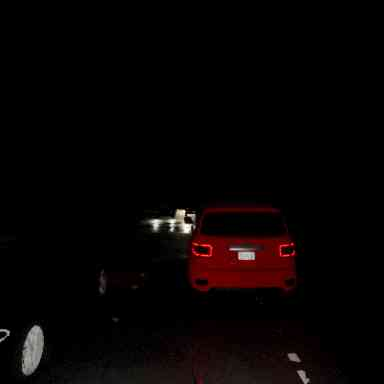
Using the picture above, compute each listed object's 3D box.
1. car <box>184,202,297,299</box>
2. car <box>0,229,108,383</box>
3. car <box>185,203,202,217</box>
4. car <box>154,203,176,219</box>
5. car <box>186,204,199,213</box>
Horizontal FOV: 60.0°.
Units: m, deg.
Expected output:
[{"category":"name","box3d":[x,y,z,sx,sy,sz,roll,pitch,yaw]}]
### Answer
[{"category":"car","box3d":[0.979,1.251,8.620,2.150,2.045,5.566,0,0,0]},{"category":"car","box3d":[-2.839,1.488,5.638,1.882,1.535,5.008,0,0,0]},{"category":"car","box3d":[0.144,2.048,38.526,1.812,1.442,4.674,0,-2,-1]},{"category":"car","box3d":[-2.683,1.881,33.815,1.882,1.535,5.008,0,-1,0]},{"category":"car","box3d":[0.095,2.393,48.475,1.895,1.301,4.718,0,-2,0]}]
